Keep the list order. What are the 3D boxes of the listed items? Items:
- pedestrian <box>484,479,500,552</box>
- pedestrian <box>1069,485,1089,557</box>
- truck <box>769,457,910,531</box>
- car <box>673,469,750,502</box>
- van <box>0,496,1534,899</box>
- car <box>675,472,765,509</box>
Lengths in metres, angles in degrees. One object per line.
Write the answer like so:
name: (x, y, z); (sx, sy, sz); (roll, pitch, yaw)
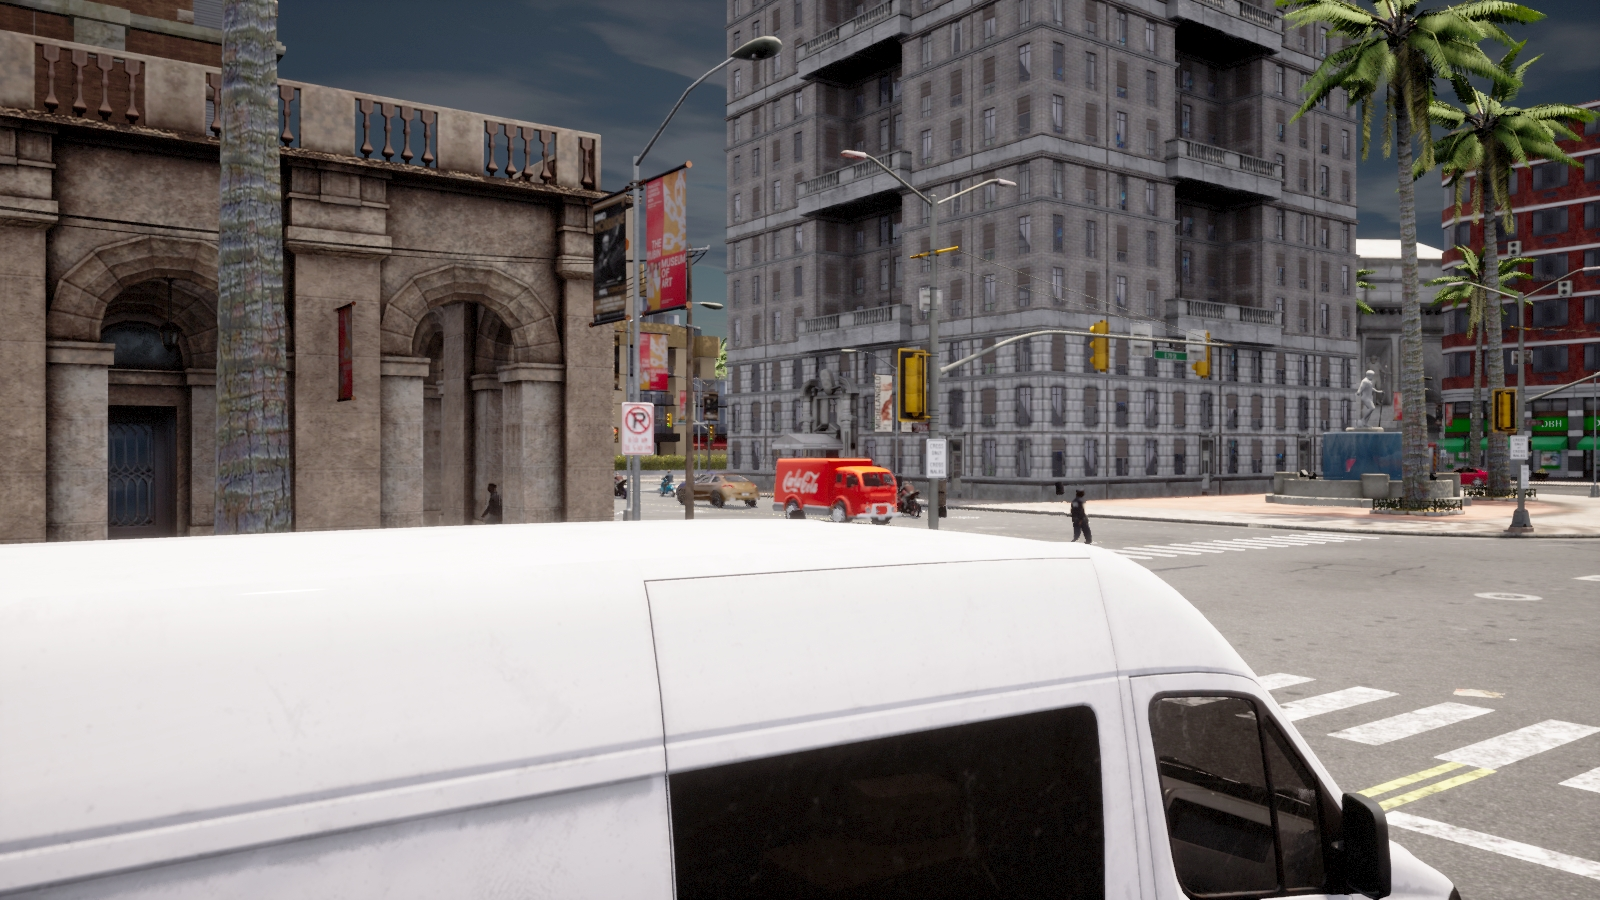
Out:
pedestrian: (-7.973, 1.693, 29.581); (0.375, 1.860, 0.375); (0, 0, -11)
pedestrian: (7.288, 1.839, 29.848); (0.375, 1.860, 0.375); (0, 0, -31)
truck: (1.400, 1.550, 42.732); (2.627, 2.467, 5.204); (0, 1, -35)
car: (-4.974, 1.955, 63.788); (2.242, 1.667, 4.611); (0, 0, -35)
van: (0.019, 1.533, 3.806); (5.915, 2.561, 1.988); (0, 0, -35)
car: (-4.035, 1.980, 56.525); (2.152, 1.651, 5.027); (0, 0, -35)
